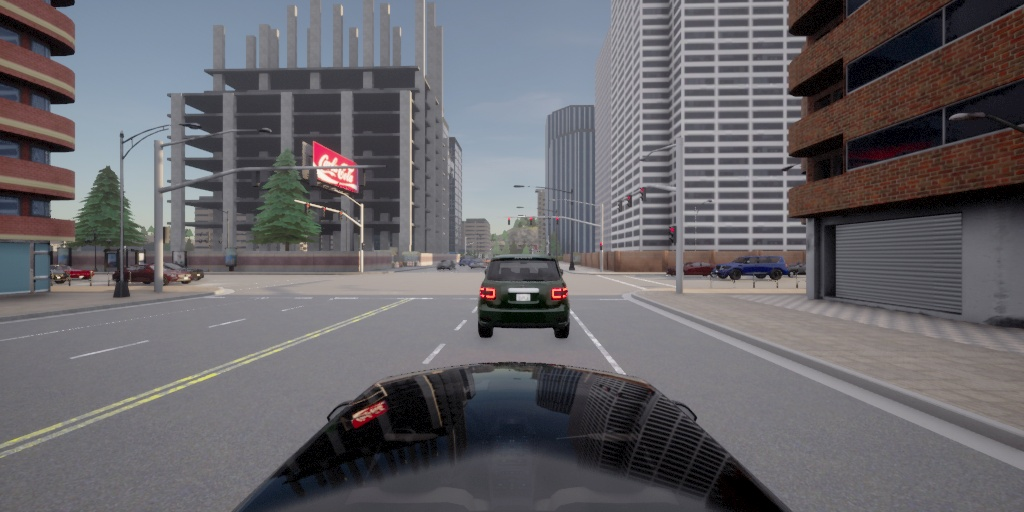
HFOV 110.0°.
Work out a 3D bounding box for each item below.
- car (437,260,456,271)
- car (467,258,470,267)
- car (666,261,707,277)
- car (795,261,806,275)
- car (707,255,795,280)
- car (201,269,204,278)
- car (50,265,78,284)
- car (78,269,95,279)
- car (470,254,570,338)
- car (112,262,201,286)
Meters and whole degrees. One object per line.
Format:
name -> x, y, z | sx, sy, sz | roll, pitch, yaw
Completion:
car -> -8.880, 1.253, 48.680 | 1.837, 1.490, 4.892 | 0, 0, 2
car -> -5.166, 1.351, 54.148 | 1.895, 1.301, 4.718 | 0, 0, 2
car -> 17.306, 1.228, 34.083 | 5.008, 1.535, 1.882 | 0, 0, 2
car -> 27.236, 1.241, 33.751 | 4.902, 1.511, 2.128 | 0, 0, 2
car -> 20.222, 0.971, 30.490 | 5.566, 2.045, 2.150 | 0, 0, 2
car -> -27.207, 1.228, 28.327 | 5.008, 1.535, 1.882 | 0, 0, 2
car -> -34.010, 1.255, 25.046 | 4.892, 1.490, 1.837 | 0, 0, 2
car -> -36.499, 1.351, 28.630 | 4.718, 1.301, 1.895 | 0, 0, 2
car -> 0.338, 0.971, 10.294 | 2.150, 2.045, 5.566 | 0, 0, 2
car -> -24.764, 1.276, 24.746 | 4.674, 1.442, 1.812 | 0, 0, 2
